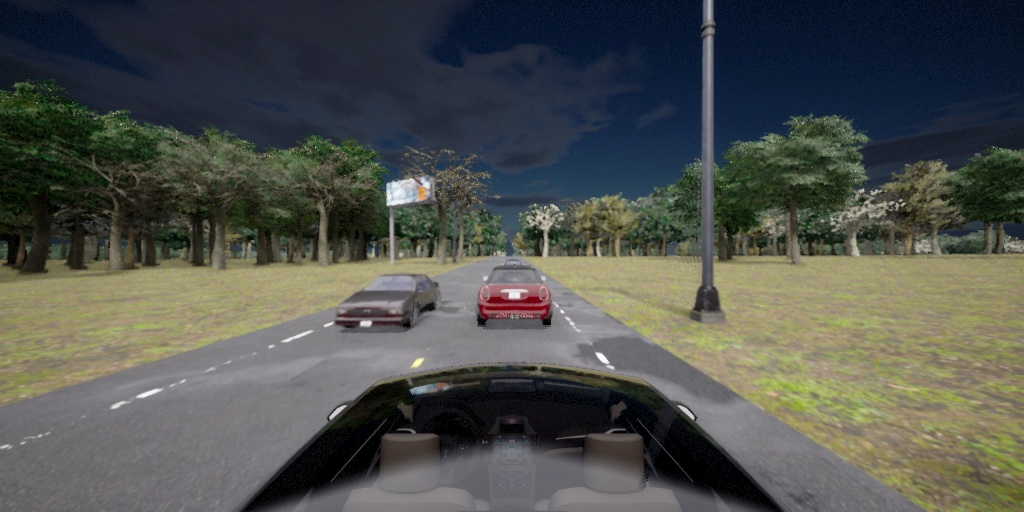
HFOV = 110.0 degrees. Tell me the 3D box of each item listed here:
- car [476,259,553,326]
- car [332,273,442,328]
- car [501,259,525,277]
[{"bbox_3d":[0.077,1.059,11.664,2.097,1.767,4.553,0,0,0],"label":"car"},{"bbox_3d":[-3.567,1.257,11.447,2.033,1.411,5.357,0,0,0],"label":"car"},{"bbox_3d":[0.105,1.024,33.183,2.033,1.411,5.357,0,1,0],"label":"car"}]
